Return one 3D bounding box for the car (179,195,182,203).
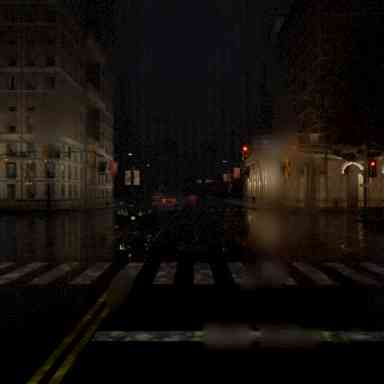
[{"bbox_3d":[-3.482,1.546,68.421,2.033,1.411,5.357,0,0,1],"label":"car"}]

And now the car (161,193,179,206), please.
[{"bbox_3d":[-3.625,1.351,54.594,2.097,1.767,4.553,0,0,0],"label":"car"}]

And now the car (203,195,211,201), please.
[{"bbox_3d":[3.623,1.462,78.553,2.033,1.411,5.357,0,0,1],"label":"car"}]

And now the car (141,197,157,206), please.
[{"bbox_3d":[-7.133,1.546,55.523,2.033,1.411,5.357,0,0,0],"label":"car"}]

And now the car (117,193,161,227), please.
[{"bbox_3d":[-3.603,1.221,22.946,2.150,2.045,5.566,0,0,-1],"label":"car"}]

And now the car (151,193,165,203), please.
[{"bbox_3d":[-6.983,1.222,68.339,2.150,2.045,5.566,0,0,1],"label":"car"}]

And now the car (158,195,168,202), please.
[{"bbox_3d":[-6.872,1.536,79.158,2.033,1.411,5.357,0,0,1],"label":"car"}]

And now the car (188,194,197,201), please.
[{"bbox_3d":[0.122,1.277,78.555,2.097,1.767,4.553,0,0,1],"label":"car"}]

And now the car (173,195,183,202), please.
[{"bbox_3d":[-3.376,1.522,78.708,2.128,1.511,4.902,0,0,1],"label":"car"}]
